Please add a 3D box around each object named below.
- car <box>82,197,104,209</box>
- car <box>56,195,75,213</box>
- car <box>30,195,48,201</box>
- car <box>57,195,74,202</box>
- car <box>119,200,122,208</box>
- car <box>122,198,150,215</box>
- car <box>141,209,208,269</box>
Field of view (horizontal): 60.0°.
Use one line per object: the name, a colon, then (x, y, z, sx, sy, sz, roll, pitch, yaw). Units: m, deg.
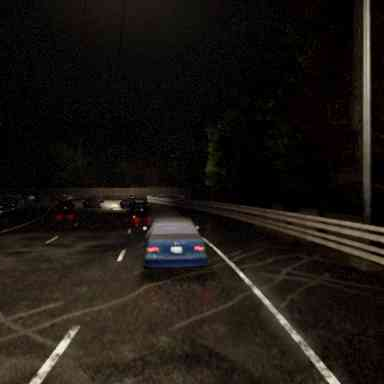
car: (-13.657, 1.494, 44.999, 1.994, 1.385, 4.181, 0, 0, -24)
car: (-14.104, 1.442, 37.090, 2.128, 1.511, 4.902, 0, 0, -21)
car: (-38.186, 1.434, 83.990, 4.902, 1.511, 2.128, 0, 0, 41)
car: (-28.140, 1.381, 73.837, 1.882, 1.535, 5.008, 0, 0, -42)
car: (-8.376, 1.480, 43.690, 1.994, 1.385, 4.181, 0, 0, -17)
car: (-5.362, 1.425, 32.990, 2.128, 1.511, 4.902, 0, 0, -18)
car: (-0.661, 1.522, 11.090, 2.033, 1.411, 5.357, 0, 0, -6)
